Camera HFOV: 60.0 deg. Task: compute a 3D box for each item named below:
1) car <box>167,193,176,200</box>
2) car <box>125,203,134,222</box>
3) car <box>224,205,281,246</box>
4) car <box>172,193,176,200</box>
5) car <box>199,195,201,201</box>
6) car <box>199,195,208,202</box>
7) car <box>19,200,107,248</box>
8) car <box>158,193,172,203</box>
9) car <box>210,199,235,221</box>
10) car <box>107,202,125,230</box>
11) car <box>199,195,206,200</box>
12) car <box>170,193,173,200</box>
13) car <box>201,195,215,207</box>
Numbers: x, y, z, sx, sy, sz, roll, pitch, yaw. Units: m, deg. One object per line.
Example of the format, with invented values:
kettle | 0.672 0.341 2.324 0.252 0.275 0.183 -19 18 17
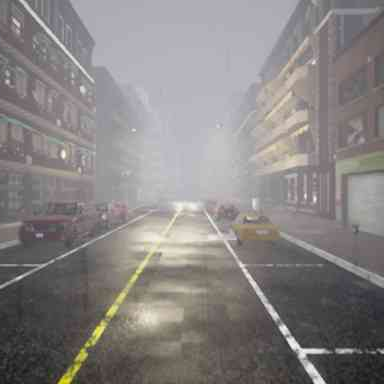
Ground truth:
car | -5.684 1.191 93.822 2.192 1.841 5.009 0 0 0
car | -5.688 1.513 26.187 1.887 1.381 4.507 0 0 0
car | 2.691 1.507 15.080 1.752 1.417 4.829 0 0 0
car | -5.686 1.436 82.549 1.887 1.381 4.507 0 0 0
car | 2.695 1.433 71.442 1.752 1.417 4.829 0 0 0
car | 2.695 1.466 76.908 1.947 1.339 4.313 0 0 0
car | -5.688 1.297 14.914 2.192 1.841 5.009 0 0 0
car | -5.686 1.466 65.640 2.008 1.369 4.403 0 0 0
car | 2.692 1.513 26.182 1.887 1.381 4.507 0 0 0
car | -5.689 1.415 20.550 1.967 1.590 4.097 0 0 0
car | 2.695 1.466 88.181 1.802 1.307 4.206 0 0 0
car | -5.687 1.458 71.276 2.008 1.369 4.403 0 0 0
car | 2.693 1.490 48.727 2.008 1.369 4.403 0 0 0
